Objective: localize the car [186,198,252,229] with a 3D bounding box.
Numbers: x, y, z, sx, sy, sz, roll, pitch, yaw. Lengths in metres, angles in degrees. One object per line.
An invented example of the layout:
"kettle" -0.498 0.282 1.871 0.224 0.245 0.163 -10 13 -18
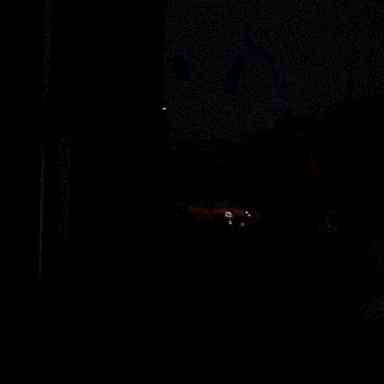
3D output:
"car" 1.589 1.288 20.813 2.097 1.767 4.553 1 -1 -36

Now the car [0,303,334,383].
"car" -1.407 1.548 1.840 5.357 1.411 2.033 0 0 -32

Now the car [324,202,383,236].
"car" 8.944 1.332 16.226 2.097 1.767 4.553 1 -1 -36
